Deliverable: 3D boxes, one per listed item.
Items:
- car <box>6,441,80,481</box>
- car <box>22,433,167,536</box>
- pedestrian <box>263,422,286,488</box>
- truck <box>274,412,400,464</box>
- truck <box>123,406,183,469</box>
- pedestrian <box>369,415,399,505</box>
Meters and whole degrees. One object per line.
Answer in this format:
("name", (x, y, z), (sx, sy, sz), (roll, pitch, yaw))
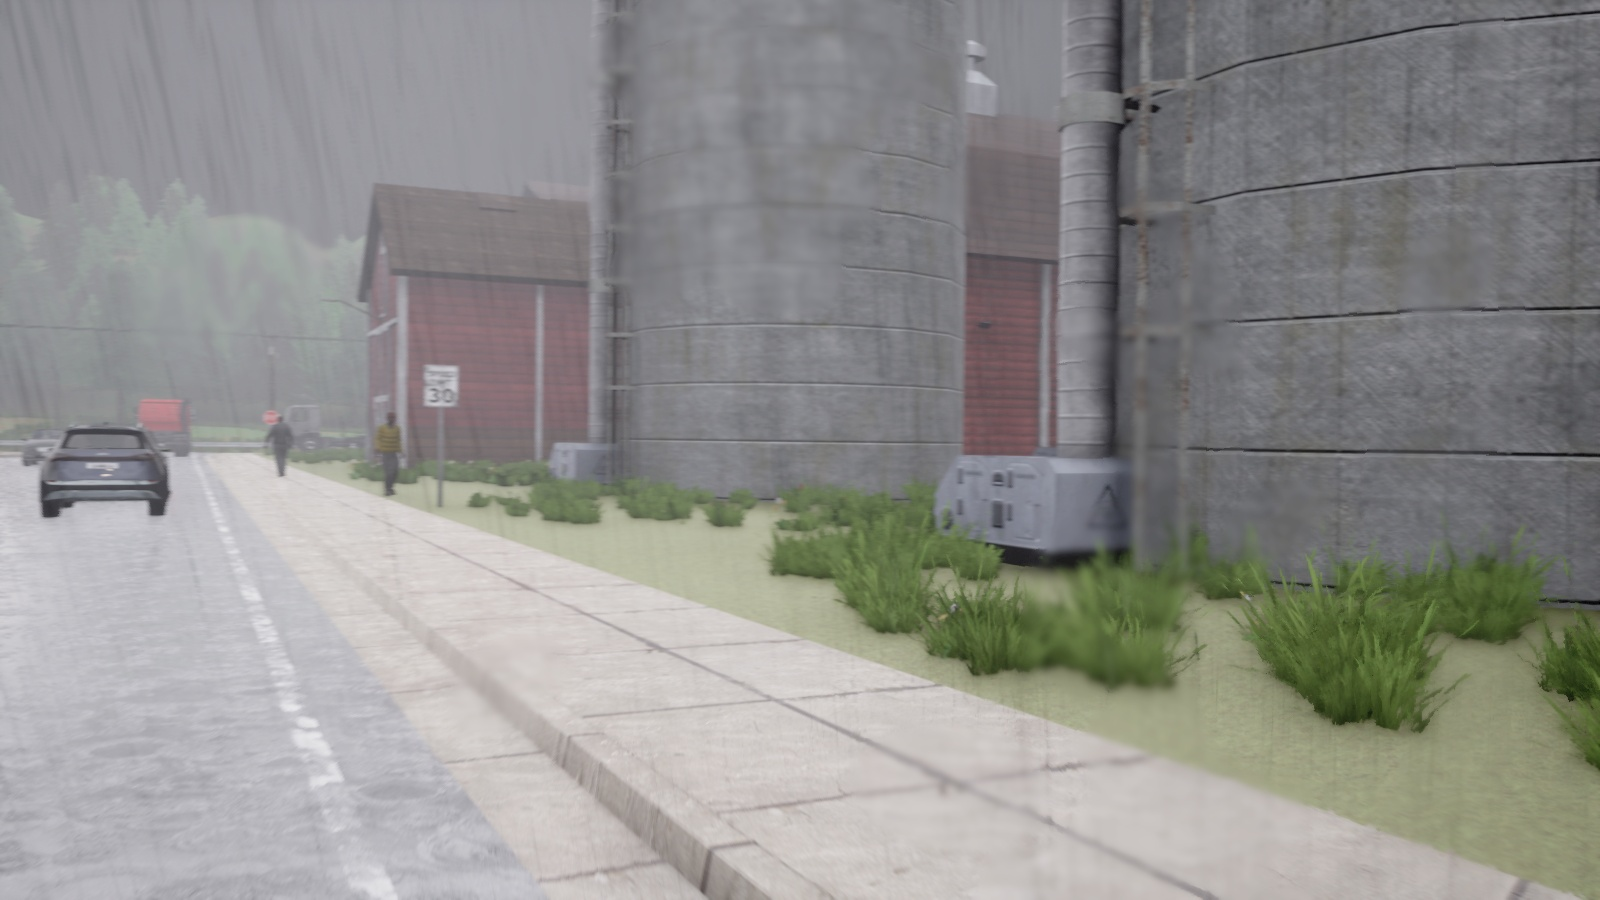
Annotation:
("car", (-30.386, 0.402, 50.547), (2.128, 1.511, 4.902), (-1, 1, -26))
("car", (-12.645, 0.528, 22.773), (2.033, 1.649, 4.856), (-1, 1, -26))
("pedestrian", (-15.218, 0.142, 36.326), (0.563, 1.883, 0.849), (-1, 1, -25))
("truck", (-32.015, -0.866, 86.917), (7.936, 3.462, 2.891), (0, 1, -25))
("truck", (-37.716, -0.704, 73.429), (2.891, 3.462, 7.936), (0, 1, -26))
("pedestrian", (-8.622, 0.197, 26.015), (0.370, 1.835, 0.726), (-1, 1, -36))
